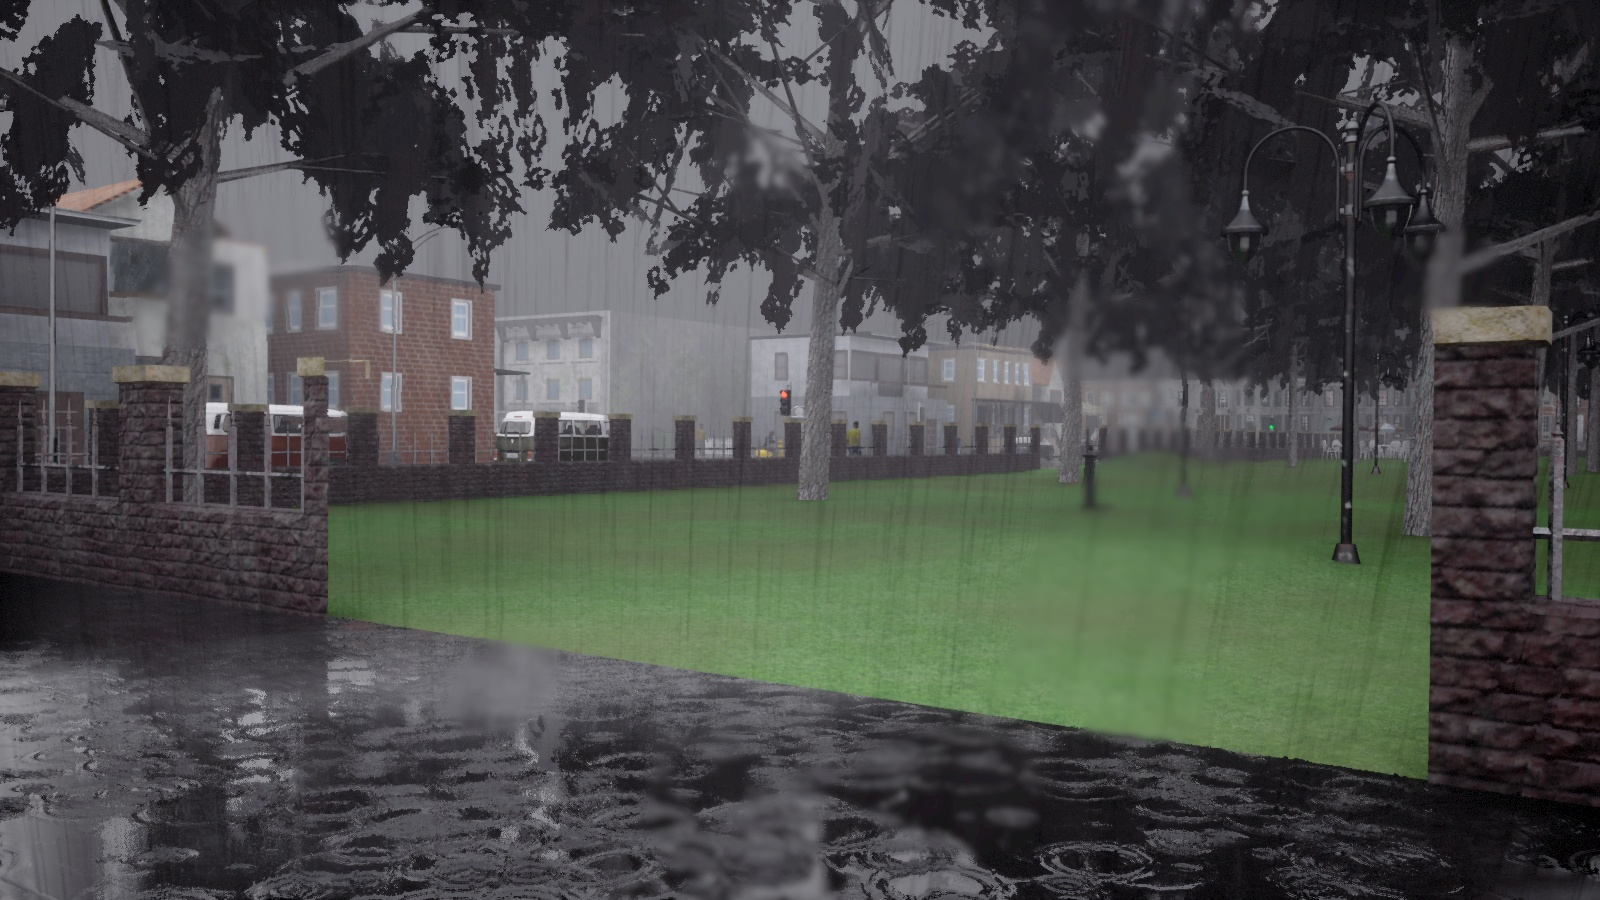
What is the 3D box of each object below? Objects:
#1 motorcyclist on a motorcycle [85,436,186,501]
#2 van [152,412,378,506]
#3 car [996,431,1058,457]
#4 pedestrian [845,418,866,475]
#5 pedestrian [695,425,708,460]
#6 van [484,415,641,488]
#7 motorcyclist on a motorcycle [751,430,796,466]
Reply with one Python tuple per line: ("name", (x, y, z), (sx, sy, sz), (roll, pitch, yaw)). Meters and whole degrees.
("motorcyclist on a motorcycle", (-16.412, 0.438, 31.060), (0.797, 1.523, 2.044), (0, 1, 35))
("van", (-12.479, 0.164, 29.562), (2.069, 2.038, 4.480), (0, 1, 33))
("car", (13.397, -0.373, 73.902), (1.812, 1.442, 4.674), (0, 1, 35))
("pedestrian", (1.806, -0.133, 40.850), (0.354, 1.836, 0.706), (0, 1, 34))
("pedestrian", (-5.225, -0.420, 66.560), (0.431, 1.840, 0.709), (-1, 1, -27))
("van", (-7.002, 0.007, 37.457), (2.069, 2.038, 4.480), (0, 1, 33))
("motorcyclist on a motorcycle", (-1.179, -0.073, 56.319), (1.817, 1.590, 0.866), (0, -1, 17))
